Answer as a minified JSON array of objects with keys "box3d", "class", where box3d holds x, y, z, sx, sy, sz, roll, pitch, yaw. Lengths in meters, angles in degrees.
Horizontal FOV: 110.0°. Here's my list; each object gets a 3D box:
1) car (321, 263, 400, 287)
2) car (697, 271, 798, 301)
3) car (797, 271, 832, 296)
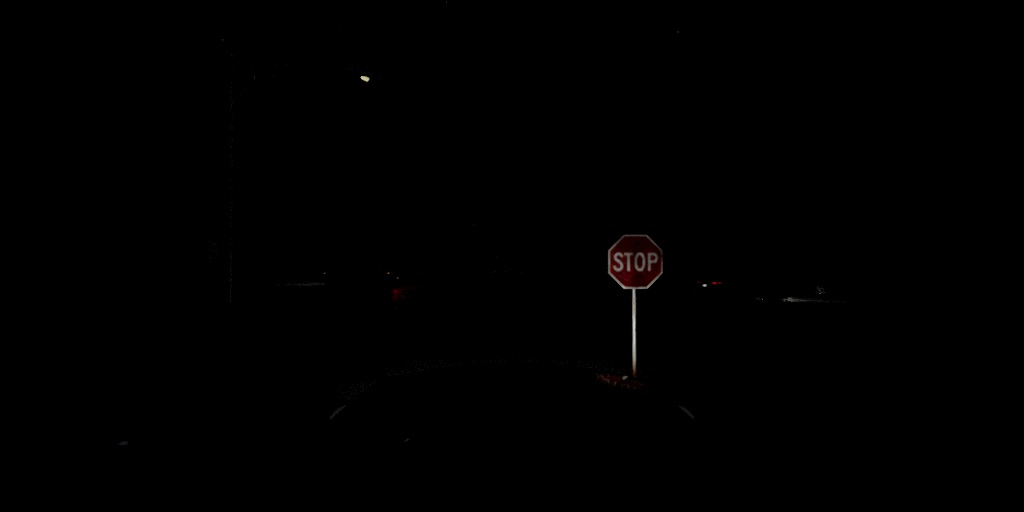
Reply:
[{"box3d":[-9.524,1.136,22.653,4.674,1.442,1.812,1,-1,0],"class":"car"},{"box3d":[11.976,1.542,18.689,4.181,1.385,1.994,1,-1,-4],"class":"car"},{"box3d":[17.220,1.672,22.569,4.892,1.490,1.837,1,-1,0],"class":"car"}]
